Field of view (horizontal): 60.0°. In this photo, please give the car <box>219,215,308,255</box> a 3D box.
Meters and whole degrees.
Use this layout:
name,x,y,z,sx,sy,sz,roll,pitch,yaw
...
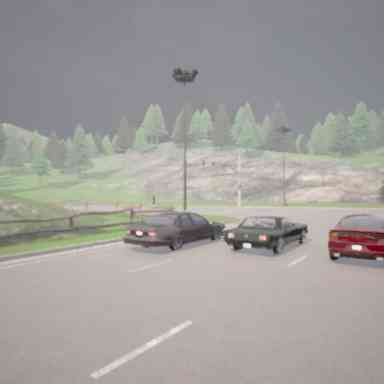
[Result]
name,x,y,z,sx,sy,sz,roll,pitch,yaw
car,3.207,1.606,13.551,1.895,1.301,4.718,0,0,35

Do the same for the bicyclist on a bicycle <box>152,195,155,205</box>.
name,x,y,z,sx,sy,sz,roll,pitch,yaw
bicyclist on a bicycle,-6.342,1.366,55.056,0.582,1.620,1.656,0,0,14

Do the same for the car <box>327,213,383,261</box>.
name,x,y,z,sx,sy,sz,roll,pitch,yaw
car,6.202,1.476,11.732,1.882,1.535,5.008,0,0,35

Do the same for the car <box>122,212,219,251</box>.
name,x,y,z,sx,sy,sz,roll,pitch,yaw
car,-0.518,1.562,14.321,2.033,1.411,5.357,0,0,35
